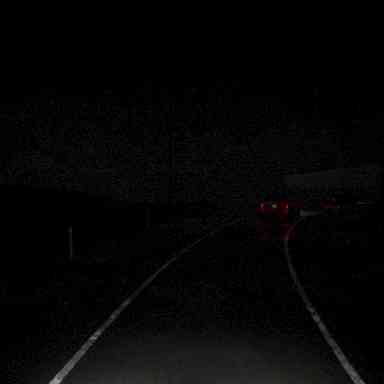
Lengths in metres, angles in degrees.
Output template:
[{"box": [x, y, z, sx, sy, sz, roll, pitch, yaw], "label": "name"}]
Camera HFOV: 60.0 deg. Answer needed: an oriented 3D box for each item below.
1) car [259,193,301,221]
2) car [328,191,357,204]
[{"box": [6.137, 0.861, 22.881, 2.097, 1.767, 4.553, 1, 2, 26], "label": "car"}, {"box": [16.919, 0.577, 37.448, 4.674, 1.442, 1.812, -2, 3, -44], "label": "car"}]
